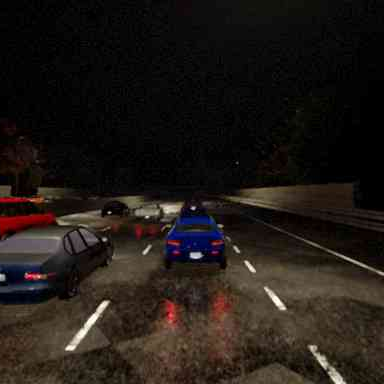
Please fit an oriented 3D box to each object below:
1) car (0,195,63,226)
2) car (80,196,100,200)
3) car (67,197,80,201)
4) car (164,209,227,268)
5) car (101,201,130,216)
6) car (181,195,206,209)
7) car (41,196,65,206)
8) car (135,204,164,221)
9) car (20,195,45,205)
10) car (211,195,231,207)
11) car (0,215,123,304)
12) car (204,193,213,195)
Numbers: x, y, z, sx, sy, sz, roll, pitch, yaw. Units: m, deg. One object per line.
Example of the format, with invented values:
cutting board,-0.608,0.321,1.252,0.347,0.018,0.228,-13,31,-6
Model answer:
car,-6.901,1.227,12.169,2.150,2.045,5.566,0,0,0
car,-17.537,1.547,59.040,2.128,1.511,4.902,0,0,1
car,-21.037,1.618,60.008,1.994,1.385,4.181,0,0,1
car,0.098,1.530,11.203,1.812,1.442,4.674,0,0,0
car,-6.905,1.546,30.141,1.812,1.442,4.674,0,0,0
car,0.095,1.372,28.815,2.097,1.767,4.553,0,0,0
car,-24.529,1.549,58.731,2.128,1.511,4.902,0,0,1
car,-3.403,1.619,27.603,1.895,1.301,4.718,0,0,0
car,-28.027,1.406,58.672,2.097,1.767,4.553,0,0,0
car,3.494,1.368,37.090,2.128,1.511,4.902,0,0,0
car,-3.403,1.550,8.350,2.033,1.411,5.357,0,0,0
car,3.488,1.112,71.121,2.150,2.045,5.566,0,0,0
